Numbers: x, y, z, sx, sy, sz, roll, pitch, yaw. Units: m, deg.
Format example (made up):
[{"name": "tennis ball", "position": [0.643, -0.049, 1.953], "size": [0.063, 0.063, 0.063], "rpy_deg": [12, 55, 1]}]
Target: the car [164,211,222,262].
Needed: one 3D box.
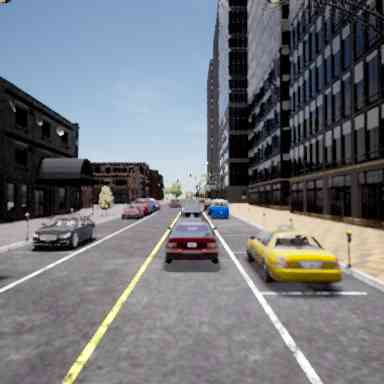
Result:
[{"name": "car", "position": [0.008, 1.674, 12.560], "size": [2.033, 1.411, 5.357], "rpy_deg": [0, -1, 0]}]

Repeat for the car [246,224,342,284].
[{"name": "car", "position": [2.667, 1.624, 9.763], "size": [1.752, 1.417, 4.829], "rpy_deg": [1, -1, 0]}]

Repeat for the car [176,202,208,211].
[{"name": "car", "position": [0.006, 1.824, 27.555], "size": [2.033, 1.411, 5.357], "rpy_deg": [0, -1, 0]}]

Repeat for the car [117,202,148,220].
[{"name": "car", "position": [-5.684, 1.906, 32.222], "size": [1.802, 1.307, 4.206], "rpy_deg": [1, -1, 0]}]

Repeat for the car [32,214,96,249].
[{"name": "car", "position": [-5.681, 1.705, 15.290], "size": [2.008, 1.369, 4.403], "rpy_deg": [1, -1, 0]}]

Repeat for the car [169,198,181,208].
[{"name": "car", "position": [-3.029, 1.951, 59.673], "size": [2.097, 1.767, 4.553], "rpy_deg": [0, 0, 0]}]

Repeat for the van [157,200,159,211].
[{"name": "van", "position": [-5.681, 1.779, 43.511], "size": [1.690, 1.788, 3.998], "rpy_deg": [1, -1, 0]}]

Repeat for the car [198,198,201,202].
[{"name": "car", "position": [2.692, 2.376, 92.690], "size": [1.967, 1.590, 4.097], "rpy_deg": [1, -1, 0]}]

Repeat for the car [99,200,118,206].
[{"name": "car", "position": [-19.428, 2.586, 77.813], "size": [4.313, 1.339, 1.947], "rpy_deg": [-1, -1, 1]}]

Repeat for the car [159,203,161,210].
[{"name": "car", "position": [-5.683, 1.934, 49.154], "size": [1.967, 1.590, 4.097], "rpy_deg": [1, -1, 0]}]

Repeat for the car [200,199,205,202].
[{"name": "car", "position": [2.662, 2.060, 49.100], "size": [1.947, 1.339, 4.313], "rpy_deg": [1, -1, 0]}]

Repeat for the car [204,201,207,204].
[{"name": "car", "position": [2.663, 1.946, 37.811], "size": [1.947, 1.339, 4.313], "rpy_deg": [1, -1, 0]}]

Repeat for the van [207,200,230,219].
[{"name": "van", "position": [2.667, 1.664, 32.170], "size": [1.690, 1.788, 3.998], "rpy_deg": [1, -1, 0]}]

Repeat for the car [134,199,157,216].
[{"name": "car", "position": [-5.680, 1.696, 37.868], "size": [2.192, 1.841, 5.009], "rpy_deg": [1, -1, 0]}]

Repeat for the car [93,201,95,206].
[{"name": "car", "position": [-24.976, 2.514, 77.885], "size": [4.097, 1.590, 1.967], "rpy_deg": [-1, -1, 1]}]
